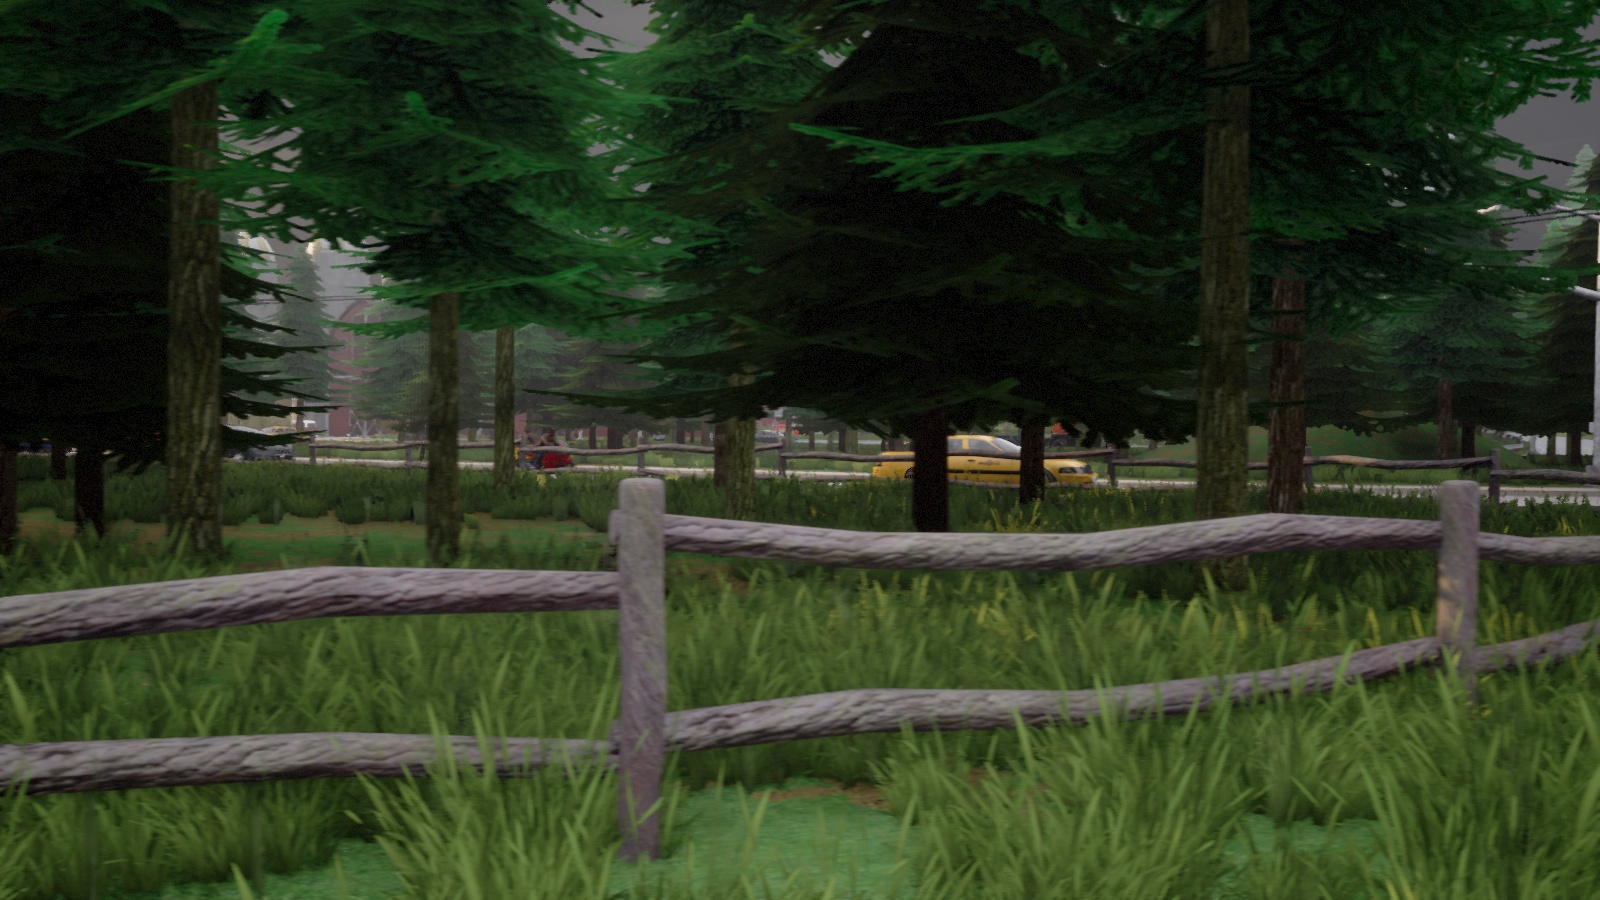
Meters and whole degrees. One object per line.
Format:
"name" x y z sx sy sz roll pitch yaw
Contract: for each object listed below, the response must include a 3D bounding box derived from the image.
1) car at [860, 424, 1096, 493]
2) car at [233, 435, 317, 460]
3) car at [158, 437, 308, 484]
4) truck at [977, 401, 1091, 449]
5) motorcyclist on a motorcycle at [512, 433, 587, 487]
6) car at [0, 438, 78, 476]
"car" 4.284 0.190 30.481 5.366 1.575 1.801 0 1 26
"car" -34.854 -0.169 83.524 1.801 1.575 5.366 0 1 25
"car" -18.972 0.335 41.983 4.892 1.490 1.837 0 1 26
"truck" 17.688 -1.880 94.999 7.936 3.462 2.891 0 1 25
"motorcyclist on a motorcycle" -7.209 0.273 36.171 2.044 1.523 0.797 0 1 26
"car" -33.006 0.284 53.105 5.008 1.535 1.882 0 1 28
